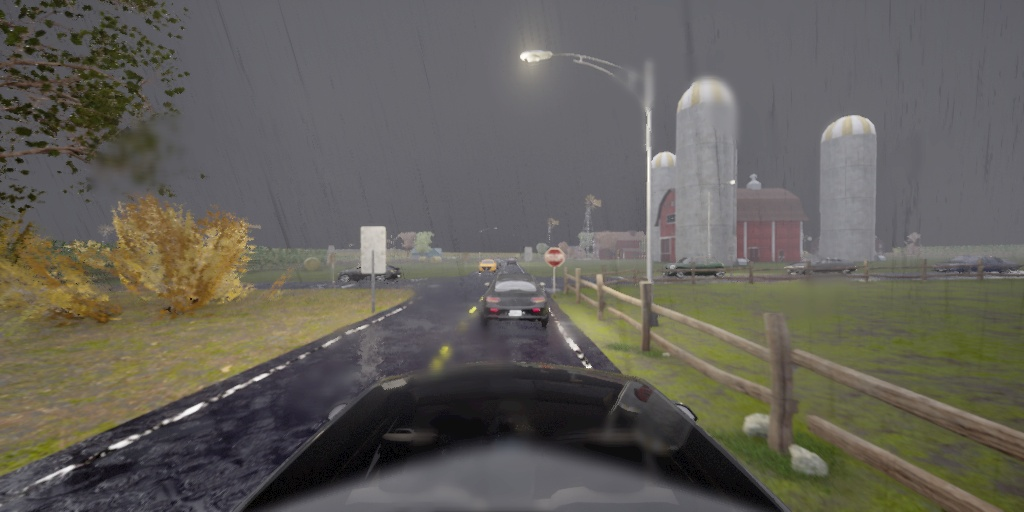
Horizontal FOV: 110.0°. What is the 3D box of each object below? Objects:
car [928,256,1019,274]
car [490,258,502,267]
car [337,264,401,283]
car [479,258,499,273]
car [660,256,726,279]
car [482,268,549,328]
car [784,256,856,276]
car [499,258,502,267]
[{"bbox_3d":[36.882,0.680,28.680,5.357,1.411,2.033,-1,1,0],"label":"car"},{"bbox_3d":[-2.810,1.163,64.855,1.837,1.490,4.892,0,0,0],"label":"car"},{"bbox_3d":[-11.216,1.331,28.146,4.892,1.490,1.837,-1,-1,7],"label":"car"},{"bbox_3d":[-2.873,1.158,43.040,1.882,1.535,5.008,0,0,0],"label":"car"},{"bbox_3d":[14.276,0.804,28.514,4.553,1.767,2.097,-1,1,-1],"label":"car"},{"bbox_3d":[0.093,1.256,11.245,1.812,1.442,4.674,0,0,0],"label":"car"},{"bbox_3d":[24.443,0.799,28.596,4.902,1.511,2.128,-1,1,0],"label":"car"},{"bbox_3d":[-2.864,1.217,52.984,2.033,1.411,5.357,0,0,0],"label":"car"}]
